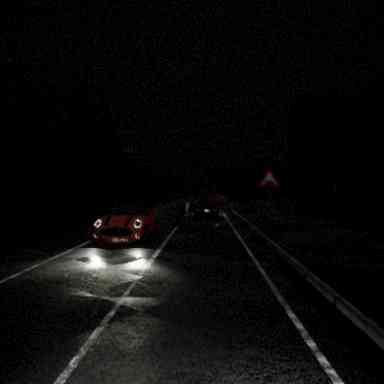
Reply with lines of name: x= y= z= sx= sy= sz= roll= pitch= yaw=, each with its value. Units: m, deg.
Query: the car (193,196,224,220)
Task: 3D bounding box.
car: x=1.072 y=1.281 z=24.984 sx=2.033 sy=1.411 sz=5.357 roll=0 pitch=1 yaw=2

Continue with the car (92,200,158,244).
car: x=-2.807 y=1.207 z=14.825 sx=2.097 sy=1.767 sz=4.553 roll=0 pitch=1 yaw=3

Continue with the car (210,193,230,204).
car: x=3.344 y=0.894 z=42.460 sx=1.882 sy=1.535 sz=5.008 roll=-2 pitch=1 yaw=21
